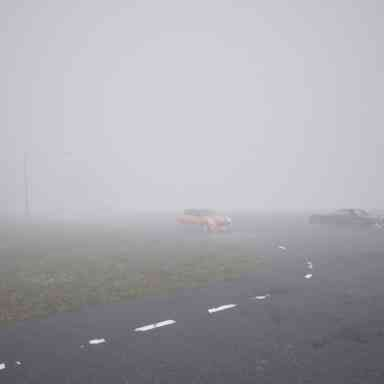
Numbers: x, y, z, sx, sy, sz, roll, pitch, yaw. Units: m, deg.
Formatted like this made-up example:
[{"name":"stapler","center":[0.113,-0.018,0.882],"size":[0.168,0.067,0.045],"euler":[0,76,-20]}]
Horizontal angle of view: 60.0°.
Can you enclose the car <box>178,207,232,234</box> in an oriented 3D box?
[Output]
[{"name":"car","center":[0.891,2.006,24.807],"size":[2.097,1.767,4.553],"euler":[-2,0,-35]}]

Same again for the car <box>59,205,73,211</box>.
[{"name":"car","center":[-31.071,3.865,81.938],"size":[2.033,1.411,5.357],"euler":[-2,0,-35]}]

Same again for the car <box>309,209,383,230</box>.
[{"name":"car","center":[10.610,1.847,23.207],"size":[1.895,1.301,4.718],"euler":[-2,0,-35]}]

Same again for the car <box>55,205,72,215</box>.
[{"name":"car","center":[-23.607,3.379,60.256],"size":[2.128,1.511,4.902],"euler":[-2,0,-30]}]

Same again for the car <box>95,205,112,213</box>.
[{"name":"car","center":[-16.256,3.116,61.062],"size":[1.994,1.385,4.181],"euler":[-2,0,-35]}]
